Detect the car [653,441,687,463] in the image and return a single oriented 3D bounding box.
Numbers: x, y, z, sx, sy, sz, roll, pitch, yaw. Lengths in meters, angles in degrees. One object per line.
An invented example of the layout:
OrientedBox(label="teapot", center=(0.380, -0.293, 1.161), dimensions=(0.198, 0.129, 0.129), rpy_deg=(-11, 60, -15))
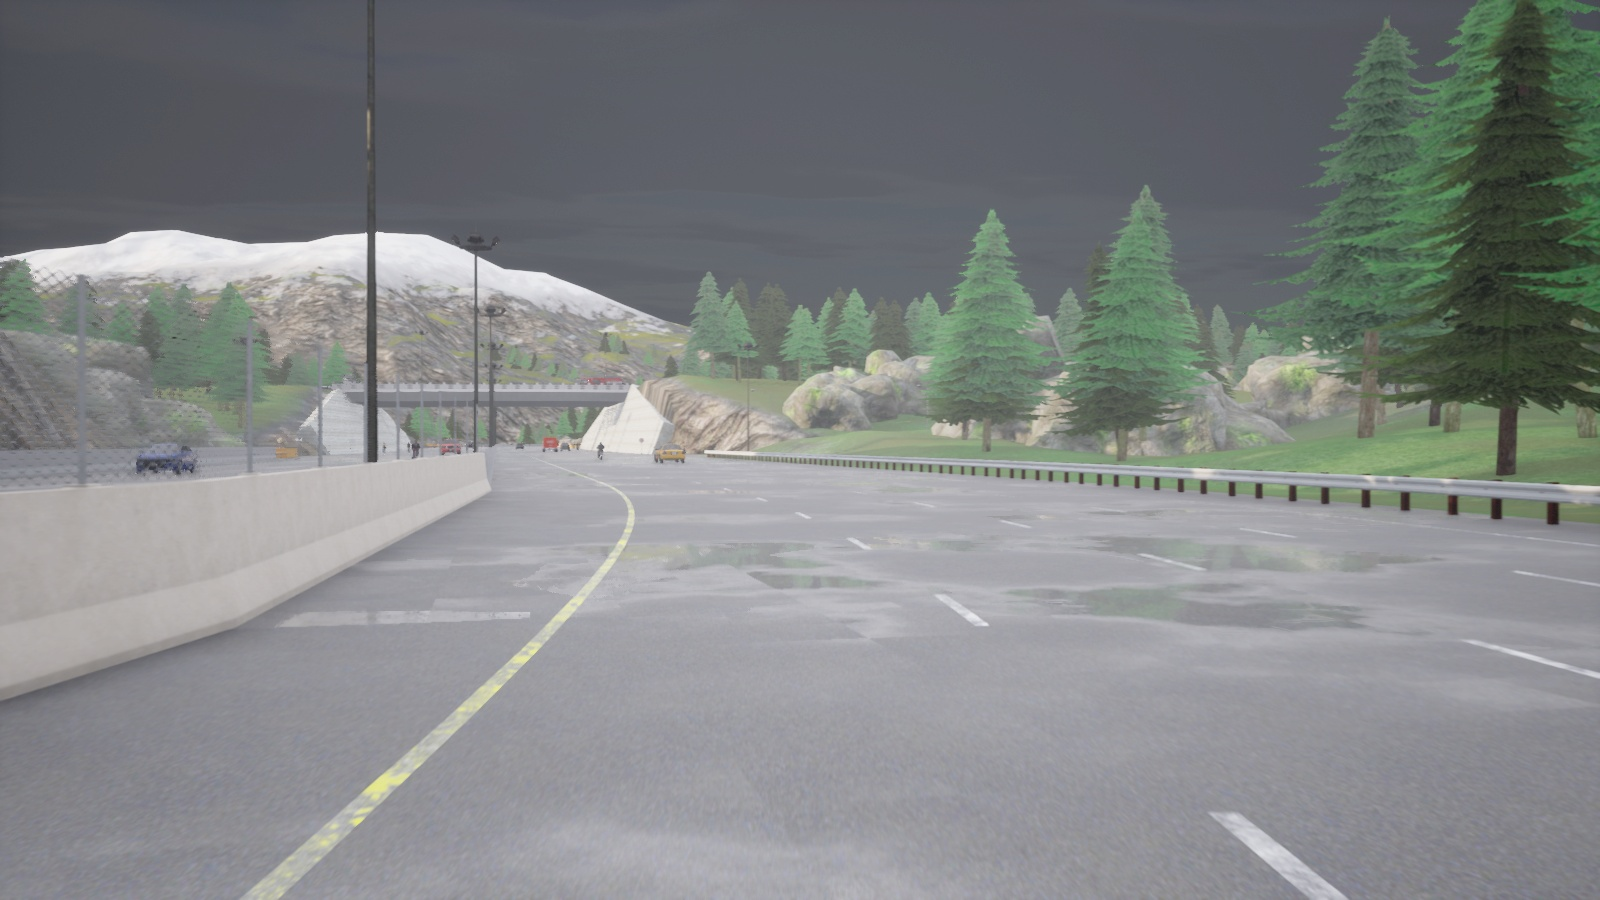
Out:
OrientedBox(label="car", center=(-9.634, 0.155, 93.044), dimensions=(1.801, 1.575, 5.366), rpy_deg=(0, 0, -14))

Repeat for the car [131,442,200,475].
OrientedBox(label="car", center=(-30.561, 0.363, 60.625), dimensions=(1.882, 1.535, 5.008), rpy_deg=(0, 0, -14))
